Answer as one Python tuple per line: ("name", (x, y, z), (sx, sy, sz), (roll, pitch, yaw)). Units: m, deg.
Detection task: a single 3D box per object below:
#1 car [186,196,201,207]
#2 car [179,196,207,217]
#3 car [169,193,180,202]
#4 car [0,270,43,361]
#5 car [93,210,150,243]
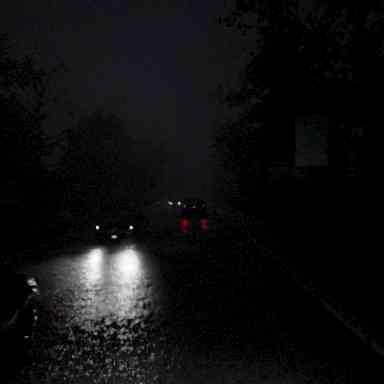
("car", (0.245, 1.296, 46.331), (1.994, 1.385, 4.181), (0, 1, 0))
("car", (0.194, 1.259, 29.914), (2.097, 1.767, 4.553), (0, 0, 0))
("car", (-3.090, 1.018, 61.370), (1.882, 1.535, 5.008), (0, 1, 1))
("car", (-3.343, 1.566, 3.560), (1.994, 1.385, 4.181), (0, 0, 0))
("car", (-3.294, 1.585, 16.293), (1.895, 1.301, 4.718), (0, 0, 0))
